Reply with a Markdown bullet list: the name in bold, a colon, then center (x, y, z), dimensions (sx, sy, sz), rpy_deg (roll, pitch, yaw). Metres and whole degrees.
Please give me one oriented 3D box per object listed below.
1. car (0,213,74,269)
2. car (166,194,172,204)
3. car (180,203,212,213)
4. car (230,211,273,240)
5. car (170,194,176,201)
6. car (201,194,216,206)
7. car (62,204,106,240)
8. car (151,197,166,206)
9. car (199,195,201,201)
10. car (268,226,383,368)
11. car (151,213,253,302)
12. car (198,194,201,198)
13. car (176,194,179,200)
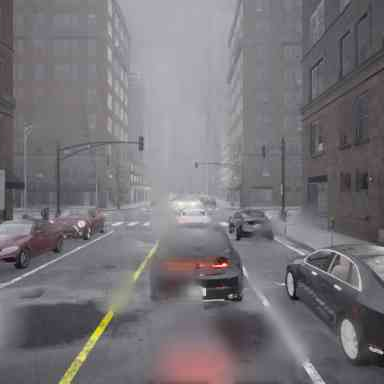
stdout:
- **car**: center (-5.671, 1.582, 11.087), dimensions (1.802, 1.307, 4.206), rpy_deg (0, 0, 0)
- **car**: center (-5.620, 1.606, 64.508), dimensions (2.008, 1.369, 4.403), rpy_deg (0, 0, 0)
- **car**: center (0.081, 1.526, 17.401), dimensions (1.812, 1.442, 4.674), rpy_deg (0, 0, -1)
- **car**: center (2.854, 1.566, 16.588), dimensions (1.947, 1.339, 4.313), rpy_deg (0, 0, 0)
- **car**: center (-5.593, 1.625, 80.563), dimensions (1.752, 1.417, 4.829), rpy_deg (0, 0, 0)
- **car**: center (2.885, 1.475, 53.679), dimensions (1.967, 1.590, 4.097), rpy_deg (0, 0, 0)
- **car**: center (-5.672, 1.440, 16.588), dimensions (1.967, 1.590, 4.097), rpy_deg (0, 0, 0)
- **car**: center (-5.639, 1.617, 53.691), dimensions (1.802, 1.307, 4.206), rpy_deg (0, 0, 0)
- **car**: center (2.905, 1.606, 64.496), dimensions (2.008, 1.369, 4.403), rpy_deg (0, 0, 0)
- **car**: center (2.855, 1.551, 5.586), dimensions (2.008, 1.369, 4.403), rpy_deg (0, 0, 0)
- **car**: center (0.097, 1.505, 8.253), dimensions (1.837, 1.490, 4.892), rpy_deg (0, 0, 0)
- **car**: center (2.923, 1.523, 75.314), dimensions (1.967, 1.590, 4.097), rpy_deg (0, 0, 0)
- **car**: center (-5.575, 1.455, 91.551), dimensions (2.192, 1.841, 5.009), rpy_deg (0, 0, 0)
